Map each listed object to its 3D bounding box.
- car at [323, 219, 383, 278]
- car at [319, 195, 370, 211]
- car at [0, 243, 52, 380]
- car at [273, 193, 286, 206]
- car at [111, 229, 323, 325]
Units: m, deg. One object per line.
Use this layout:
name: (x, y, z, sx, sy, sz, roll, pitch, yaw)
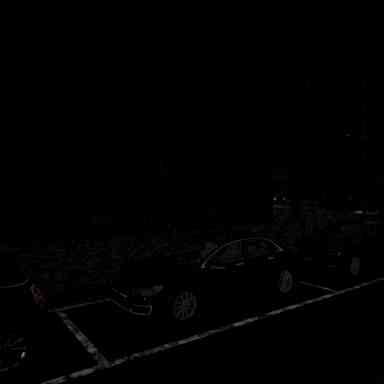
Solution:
car: (4.946, 1.545, 10.169, 4.507, 1.381, 1.887, 0, 0, -35)
car: (15.452, 1.135, 33.979, 1.882, 1.535, 5.008, 0, 1, -35)
car: (-3.944, 1.440, 3.838, 4.097, 1.590, 1.967, 0, 0, -35)
car: (9.654, 0.817, 42.095, 2.097, 1.767, 4.553, 0, 1, -36)
car: (0.501, 1.551, 7.003, 4.403, 1.369, 2.008, 0, 0, -35)
